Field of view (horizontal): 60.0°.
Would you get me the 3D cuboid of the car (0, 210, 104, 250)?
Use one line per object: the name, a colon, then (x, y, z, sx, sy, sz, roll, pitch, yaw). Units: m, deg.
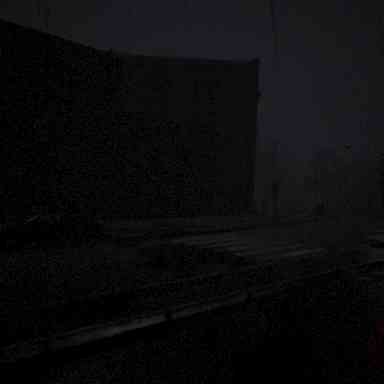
car: (-6.154, 1.507, 14.338, 4.674, 1.452, 2.002, 0, -2, -36)
